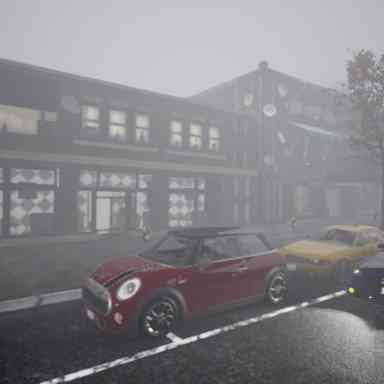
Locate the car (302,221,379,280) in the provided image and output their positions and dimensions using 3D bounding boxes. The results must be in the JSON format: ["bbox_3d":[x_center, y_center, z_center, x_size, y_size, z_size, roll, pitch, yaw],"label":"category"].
[{"bbox_3d":[4.446,1.565,9.717,4.829,1.417,1.752,0,1,-35],"label":"car"}]

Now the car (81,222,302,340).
[{"bbox_3d":[-0.009,1.456,6.537,4.097,1.590,1.967,0,1,-35],"label":"car"}]

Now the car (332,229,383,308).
[{"bbox_3d":[5.120,1.599,7.032,4.181,1.385,1.994,0,0,-36],"label":"car"}]
